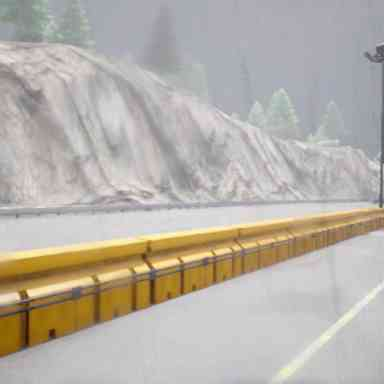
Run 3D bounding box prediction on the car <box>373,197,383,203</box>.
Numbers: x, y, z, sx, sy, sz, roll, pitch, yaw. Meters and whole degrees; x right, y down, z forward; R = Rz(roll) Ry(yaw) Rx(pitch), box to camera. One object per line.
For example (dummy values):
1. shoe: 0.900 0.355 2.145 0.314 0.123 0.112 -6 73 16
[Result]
1. car: 39.564 1.653 69.264 4.181 1.385 1.994 1 0 -35
